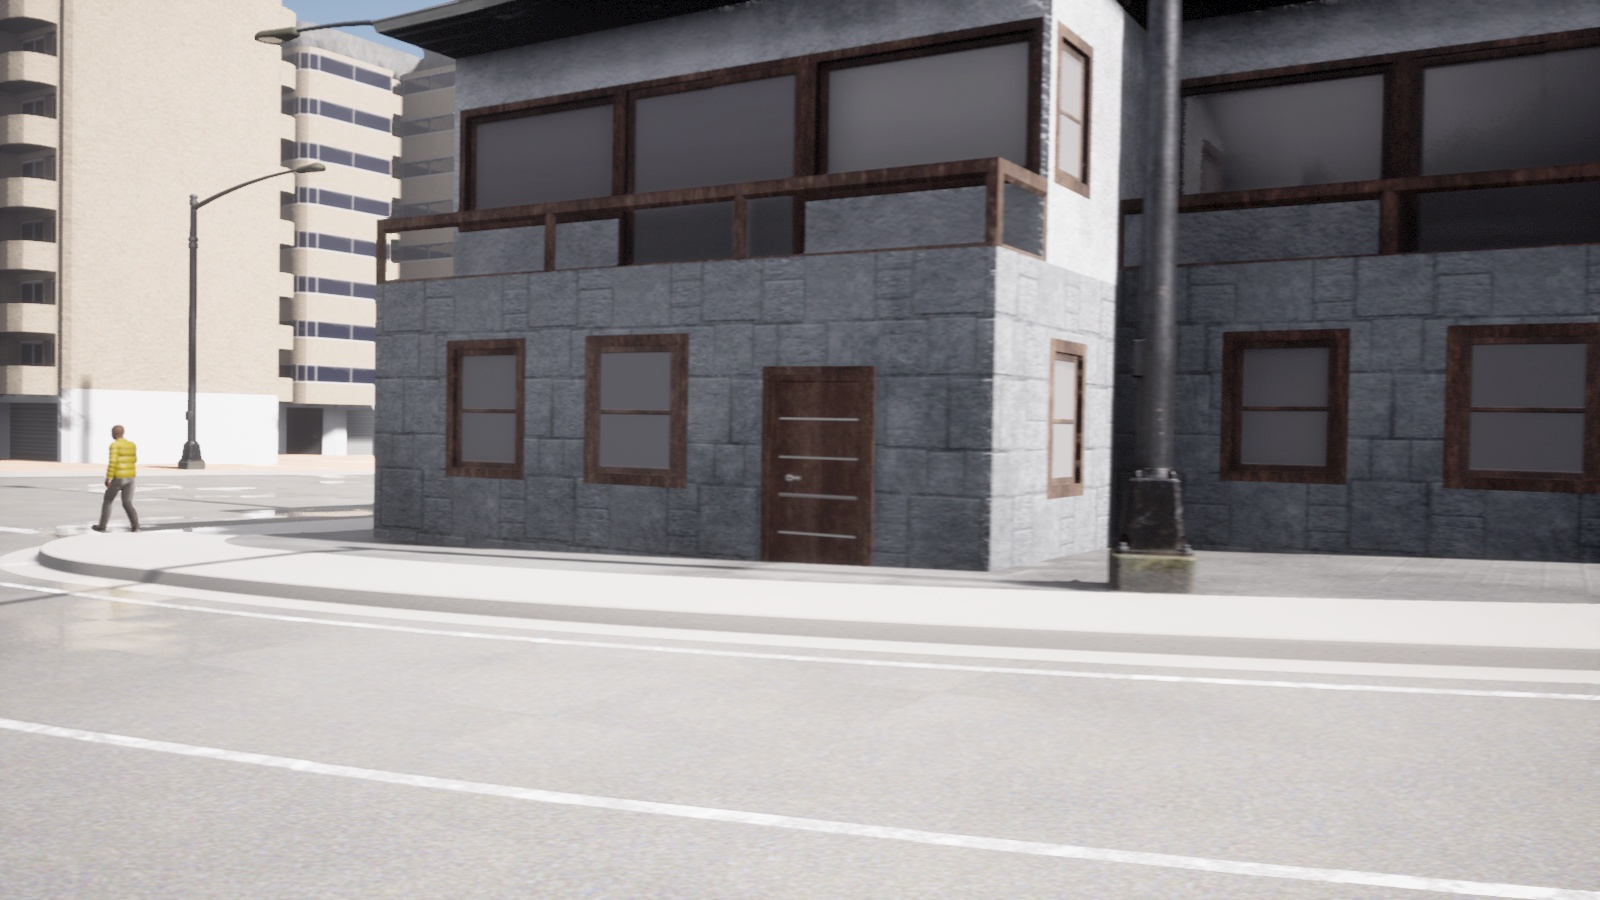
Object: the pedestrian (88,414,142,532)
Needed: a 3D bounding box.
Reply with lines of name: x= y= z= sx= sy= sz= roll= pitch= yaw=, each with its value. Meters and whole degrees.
pedestrian: x=-10.877 y=0.358 z=19.943 sx=0.726 sy=1.835 sz=0.370 roll=2 pitch=1 yaw=26
